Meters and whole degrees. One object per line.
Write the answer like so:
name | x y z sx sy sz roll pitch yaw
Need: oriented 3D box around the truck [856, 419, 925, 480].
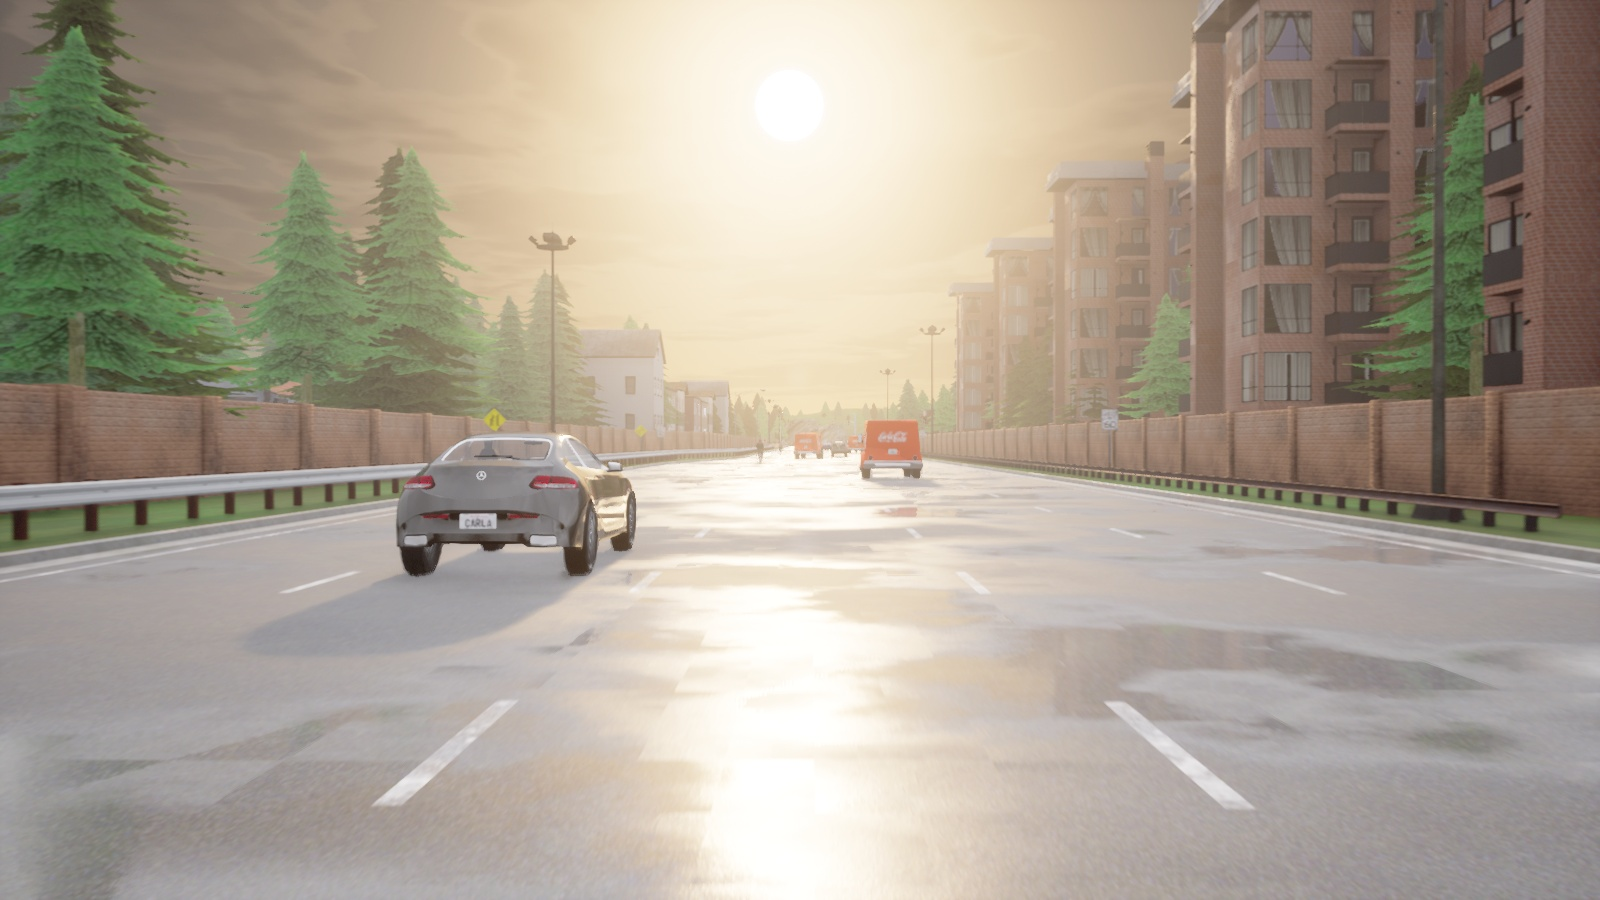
truck | 3.822 -0.038 54.020 2.627 2.467 5.204 0 0 0

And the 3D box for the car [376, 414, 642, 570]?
car | -3.395 0.434 15.803 2.152 1.651 5.027 0 0 0
